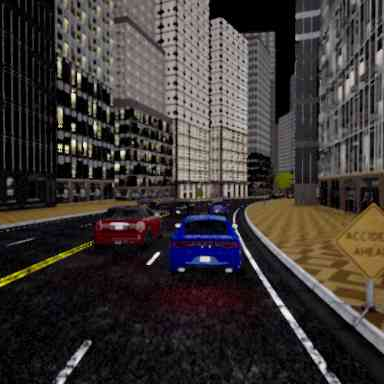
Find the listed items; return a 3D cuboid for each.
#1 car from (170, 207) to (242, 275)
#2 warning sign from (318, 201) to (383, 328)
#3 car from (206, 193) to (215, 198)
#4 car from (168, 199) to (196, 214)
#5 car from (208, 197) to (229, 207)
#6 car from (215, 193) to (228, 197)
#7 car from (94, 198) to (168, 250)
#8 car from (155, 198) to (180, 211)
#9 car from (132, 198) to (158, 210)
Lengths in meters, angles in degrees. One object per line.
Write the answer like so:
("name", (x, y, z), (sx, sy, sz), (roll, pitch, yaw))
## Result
("car", (0.444, 1.460, 10.498), (1.882, 1.535, 5.008), (0, 0, 3))
("warning sign", (2.962, 1.109, 5.514), (1.300, 1.860, 1.060), (1, 1, 2))
("car", (4.894, 0.902, 81.160), (2.097, 1.767, 4.553), (0, 0, 20))
("car", (-0.845, 1.461, 30.863), (1.837, 1.490, 4.892), (0, 0, 8))
("car", (2.531, 1.492, 31.522), (1.812, 1.442, 4.674), (0, 0, 8))
("car", (7.935, 1.096, 80.016), (2.128, 1.511, 4.902), (0, 0, 20))
("car", (-2.548, 1.323, 14.411), (2.097, 1.767, 4.553), (0, 0, 4))
("car", (-2.858, 1.504, 40.076), (1.994, 1.385, 4.181), (0, 0, 10))
("car", (-5.828, 1.490, 41.879), (1.994, 1.385, 4.181), (0, 0, 11))
